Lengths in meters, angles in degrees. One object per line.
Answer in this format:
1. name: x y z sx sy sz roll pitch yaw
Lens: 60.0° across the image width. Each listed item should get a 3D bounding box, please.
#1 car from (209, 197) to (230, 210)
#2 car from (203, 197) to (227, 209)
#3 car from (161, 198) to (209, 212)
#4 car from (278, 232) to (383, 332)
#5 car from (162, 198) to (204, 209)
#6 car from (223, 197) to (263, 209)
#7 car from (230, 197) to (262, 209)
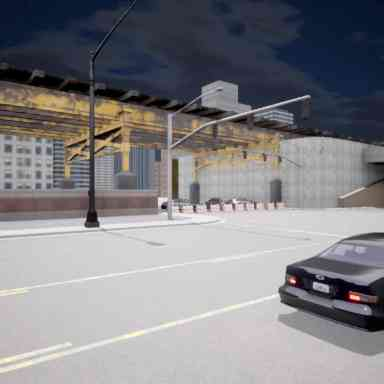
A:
1. car: 2.815 1.449 40.495 2.038 1.542 4.974 0 0 18
2. car: 2.831 1.291 40.545 1.853 1.218 4.536 0 0 18
3. car: -0.930 1.450 37.810 4.974 1.542 2.038 0 0 8
4. car: 4.079 1.546 6.688 5.357 1.411 2.033 0 0 -35
5. car: -0.981 1.292 37.817 4.536 1.218 1.853 0 0 8
6. car: 6.725 1.448 44.255 4.974 1.542 2.038 0 0 -7
7. car: 6.674 1.291 44.249 4.536 1.218 1.853 0 0 -7
